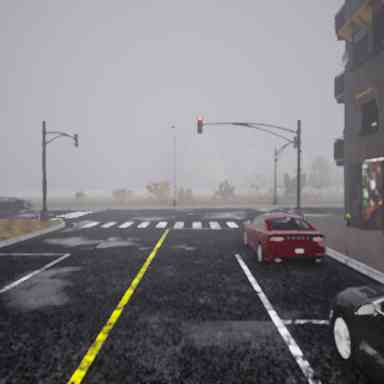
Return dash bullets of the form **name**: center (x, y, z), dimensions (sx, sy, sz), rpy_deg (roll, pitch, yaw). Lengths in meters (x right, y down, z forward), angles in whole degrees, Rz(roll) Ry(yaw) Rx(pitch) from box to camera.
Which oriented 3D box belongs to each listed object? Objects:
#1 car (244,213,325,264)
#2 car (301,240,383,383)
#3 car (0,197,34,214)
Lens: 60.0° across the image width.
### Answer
- **car**: center (2.785, 1.348, 10.779), dimensions (1.887, 1.381, 4.507), rpy_deg (0, 1, 0)
- **car**: center (2.687, 1.496, 2.852), dimensions (2.008, 1.369, 4.403), rpy_deg (0, 1, 0)
- **car**: center (-16.500, 1.153, 29.093), dimensions (4.902, 1.511, 2.128), rpy_deg (-1, 1, 0)
